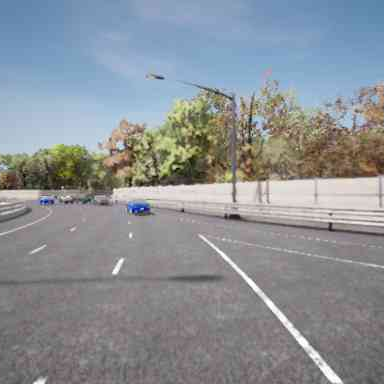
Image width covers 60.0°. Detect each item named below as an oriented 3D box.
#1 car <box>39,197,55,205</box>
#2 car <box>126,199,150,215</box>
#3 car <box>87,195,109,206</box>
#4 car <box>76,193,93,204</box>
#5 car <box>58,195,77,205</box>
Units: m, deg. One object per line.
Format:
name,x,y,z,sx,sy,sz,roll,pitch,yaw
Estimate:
car,-26.954,1.634,61.572,1.882,1.535,5.008,0,0,-38
car,-5.738,1.506,35.074,1.882,1.535,5.008,0,0,-20
car,-15.861,1.639,57.253,2.033,1.411,5.357,0,0,-31
car,-20.945,1.254,65.300,2.150,2.045,5.566,0,0,-38
car,-24.133,1.710,63.643,1.895,1.301,4.718,0,0,-38
